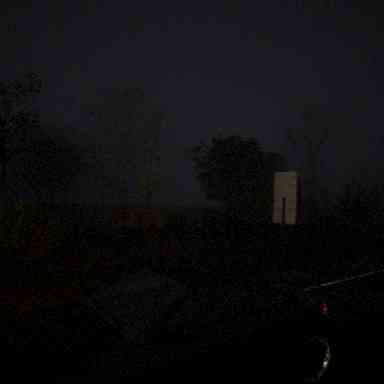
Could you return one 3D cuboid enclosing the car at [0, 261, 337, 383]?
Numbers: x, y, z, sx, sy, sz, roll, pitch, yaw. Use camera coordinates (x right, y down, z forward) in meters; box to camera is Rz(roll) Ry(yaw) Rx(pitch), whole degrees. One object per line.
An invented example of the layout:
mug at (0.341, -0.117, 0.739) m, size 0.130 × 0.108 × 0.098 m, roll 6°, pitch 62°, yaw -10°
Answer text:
car at (-0.218, 1.589, 3.833) m, size 4.181 × 1.385 × 1.994 m, roll 1°, pitch 0°, yaw -35°
